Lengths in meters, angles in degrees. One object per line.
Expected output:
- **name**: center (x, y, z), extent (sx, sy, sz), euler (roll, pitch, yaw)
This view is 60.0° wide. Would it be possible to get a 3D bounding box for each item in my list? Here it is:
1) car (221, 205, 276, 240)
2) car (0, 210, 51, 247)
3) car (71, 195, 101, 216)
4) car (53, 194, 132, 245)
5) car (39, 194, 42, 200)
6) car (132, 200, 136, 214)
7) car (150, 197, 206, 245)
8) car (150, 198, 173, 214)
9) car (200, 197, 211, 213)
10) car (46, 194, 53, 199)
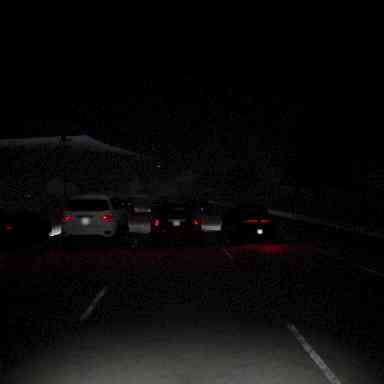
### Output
- **car**: center (2.648, 1.392, 16.400), extent (1.837, 1.490, 4.892), euler (0, 0, -5)
- **car**: center (-7.736, 1.490, 14.526), extent (1.994, 1.385, 4.181), euler (0, 0, -5)
- **car**: center (-9.911, 1.173, 31.424), extent (2.097, 1.767, 4.553), euler (0, 0, -9)
- **car**: center (-4.254, 1.134, 15.239), extent (2.150, 2.045, 5.566), euler (0, 1, -5)
- **car**: center (-33.543, 0.975, 70.805), extent (2.097, 1.767, 4.553), euler (0, 0, -14)
- **car**: center (-6.455, 1.300, 32.011), extent (2.128, 1.511, 4.902), euler (0, 0, -9)
- **car**: center (-0.776, 1.254, 15.225), extent (2.097, 1.767, 4.553), euler (0, 0, -5)
- **car**: center (-3.069, 1.358, 32.938), extent (1.994, 1.385, 4.181), euler (0, 0, -10)
- **car**: center (0.530, 1.278, 32.653), extent (2.128, 1.511, 4.902), euler (0, 0, -9)
- **car**: center (-30.138, 1.131, 71.619), extent (2.128, 1.511, 4.902), euler (0, 0, -14)
